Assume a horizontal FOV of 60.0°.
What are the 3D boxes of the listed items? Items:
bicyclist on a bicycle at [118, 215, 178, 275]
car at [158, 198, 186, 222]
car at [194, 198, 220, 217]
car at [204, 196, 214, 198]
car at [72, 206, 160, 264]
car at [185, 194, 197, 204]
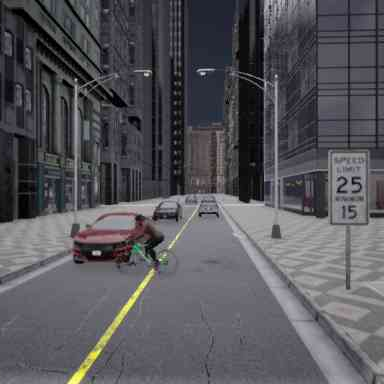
[{"bbox_3d":[-1.208,1.451,8.944,1.656,1.620,0.582,-2,0,3],"label":"bicyclist on a bicycle"},{"bbox_3d":[-1.824,1.470,26.351,1.882,1.535,5.008,0,0,3],"label":"car"},{"bbox_3d":[1.613,1.530,31.365,2.033,1.411,5.357,0,0,4],"label":"car"},{"bbox_3d":[2.327,1.294,45.301,2.097,1.767,4.553,0,0,5],"label":"car"},{"bbox_3d":[-2.582,1.478,11.951,1.882,1.535,5.008,0,0,3],"label":"car"},{"bbox_3d":[-0.113,1.226,59.591,2.097,1.767,4.553,0,0,3],"label":"car"}]
